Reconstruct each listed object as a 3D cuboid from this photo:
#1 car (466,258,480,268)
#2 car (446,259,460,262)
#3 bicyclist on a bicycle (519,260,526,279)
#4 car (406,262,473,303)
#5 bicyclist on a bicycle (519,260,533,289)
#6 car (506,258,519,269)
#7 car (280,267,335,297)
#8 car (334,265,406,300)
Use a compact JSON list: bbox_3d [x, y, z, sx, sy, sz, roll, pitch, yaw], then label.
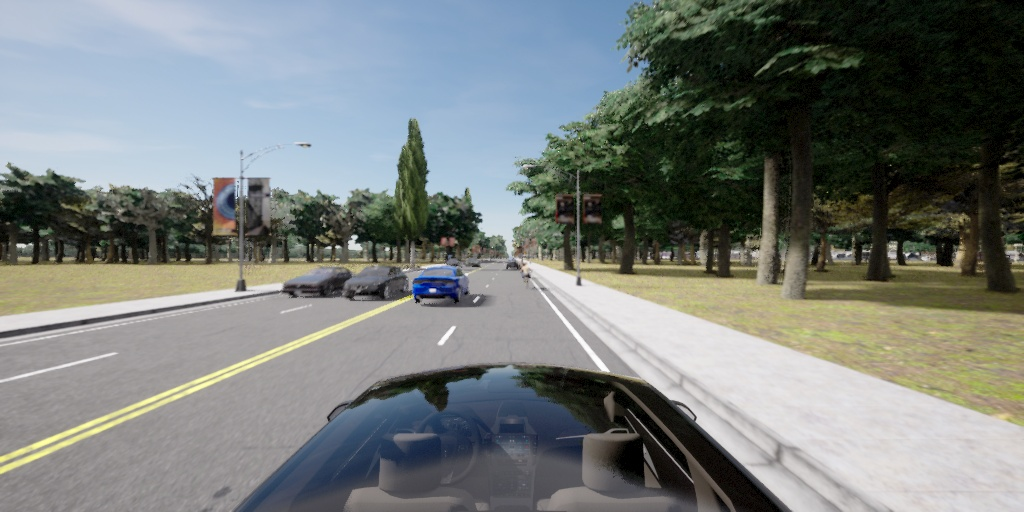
[{"bbox_3d":[-6.553,1.073,59.679,2.097,1.767,4.553,0,0,1],"label":"car"},{"bbox_3d":[-9.799,1.225,59.991,1.837,1.490,4.892,0,0,1],"label":"car"},{"bbox_3d":[0.891,1.187,32.200,0.582,1.620,1.656,0,0,0],"label":"bicyclist on a bicycle"},{"bbox_3d":[-3.150,1.220,16.682,1.882,1.535,5.008,0,0,0],"label":"car"},{"bbox_3d":[0.873,1.176,21.770,0.866,1.612,1.509,0,0,0],"label":"bicyclist on a bicycle"},{"bbox_3d":[0.086,1.248,56.198,1.812,1.442,4.674,0,0,0],"label":"car"},{"bbox_3d":[-9.850,1.289,19.157,2.033,1.411,5.357,0,0,0],"label":"car"},{"bbox_3d":[-6.600,1.247,17.825,1.837,1.490,4.892,0,0,0],"label":"car"}]
